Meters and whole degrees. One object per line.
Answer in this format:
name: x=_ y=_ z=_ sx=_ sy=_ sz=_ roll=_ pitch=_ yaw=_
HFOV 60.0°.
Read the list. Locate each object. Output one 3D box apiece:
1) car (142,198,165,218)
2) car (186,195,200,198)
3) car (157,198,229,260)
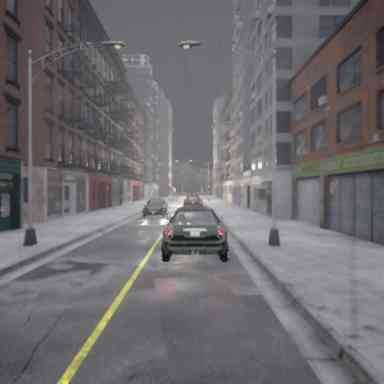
car: x=-2.993 y=1.324 z=27.892 sx=1.837 sy=1.490 sz=4.892 roll=0 pitch=0 yaw=0
car: x=0.108 y=1.117 z=36.702 sx=2.097 sy=1.767 sz=4.553 roll=0 pitch=0 yaw=0
car: x=0.096 y=1.271 z=12.184 sx=2.097 sy=1.767 sz=4.553 roll=0 pitch=0 yaw=0
